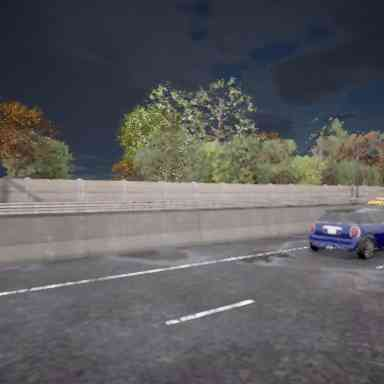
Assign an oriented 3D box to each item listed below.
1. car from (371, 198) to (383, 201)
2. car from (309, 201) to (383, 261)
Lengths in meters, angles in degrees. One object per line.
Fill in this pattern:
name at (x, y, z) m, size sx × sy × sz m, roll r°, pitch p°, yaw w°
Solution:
car at (28.288, 1.667, 49.912) m, size 5.008 × 1.535 × 1.882 m, roll 0°, pitch 0°, yaw -35°
car at (6.606, 1.397, 12.798) m, size 4.553 × 1.767 × 2.097 m, roll 0°, pitch 0°, yaw -35°
